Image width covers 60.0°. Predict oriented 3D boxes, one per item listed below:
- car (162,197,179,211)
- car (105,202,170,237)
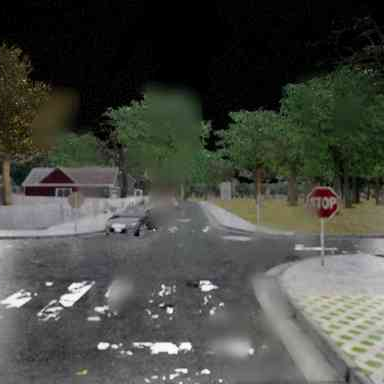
[{"bbox_3d":[-2.750,1.491,43.434,2.097,1.767,4.553,0,0,0],"label":"car"},{"bbox_3d":[-3.069,1.541,18.490,2.128,1.511,4.902,1,1,12],"label":"car"}]
